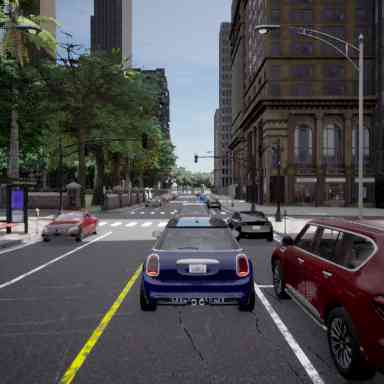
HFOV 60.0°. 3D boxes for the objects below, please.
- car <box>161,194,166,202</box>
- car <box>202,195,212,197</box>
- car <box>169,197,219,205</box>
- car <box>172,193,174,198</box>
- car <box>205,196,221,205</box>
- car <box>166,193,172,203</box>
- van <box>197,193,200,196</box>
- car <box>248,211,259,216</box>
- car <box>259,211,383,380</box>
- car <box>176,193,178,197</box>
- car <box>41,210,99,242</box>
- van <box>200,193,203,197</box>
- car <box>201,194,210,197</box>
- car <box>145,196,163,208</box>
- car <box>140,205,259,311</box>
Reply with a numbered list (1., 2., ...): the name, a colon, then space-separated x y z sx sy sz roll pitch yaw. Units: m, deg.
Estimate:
1. car: -5.795 1.414 53.560 1.967 1.590 4.097 0 0 0
2. car: 2.734 1.544 48.125 1.947 1.339 4.313 0 0 0
3. car: 0.091 1.348 17.449 2.097 1.767 4.553 0 0 0
4. car: -5.806 1.264 75.242 2.192 1.841 5.009 0 0 0
5. car: 2.737 1.548 42.704 1.947 1.339 4.313 0 0 0
6. car: -5.803 1.396 69.821 1.967 1.590 4.097 0 0 0
7. van: 2.717 1.282 80.647 1.690 1.788 3.998 0 0 0
8. car: 2.750 1.562 16.267 1.947 1.339 4.313 0 0 0
9. car: 2.755 1.314 5.417 2.192 1.841 5.009 0 0 0
10. car: -5.814 1.239 91.502 2.192 1.841 5.009 0 0 0
11. car: -5.775 1.578 16.281 1.802 1.307 4.206 0 0 0
12. van: 2.728 1.310 58.965 1.690 1.788 3.998 0 0 0
13. car: 2.731 1.499 53.715 1.752 1.417 4.829 0 0 0
14. car: -5.791 1.529 48.140 2.008 1.369 4.403 0 0 0
15. car: 0.098 1.351 7.915 2.097 1.767 4.553 0 0 0
